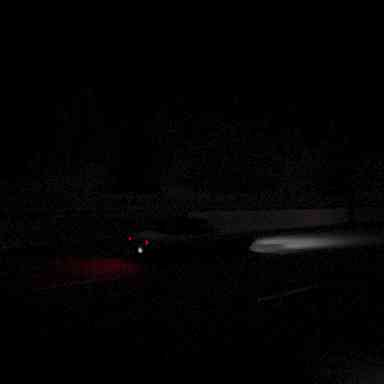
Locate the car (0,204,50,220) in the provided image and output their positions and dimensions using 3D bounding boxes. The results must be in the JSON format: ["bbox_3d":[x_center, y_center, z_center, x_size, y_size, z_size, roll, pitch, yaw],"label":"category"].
[{"bbox_3d":[-14.594,1.655,27.880,4.718,1.301,1.895,0,0,-35],"label":"car"}]

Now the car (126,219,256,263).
[{"bbox_3d":[0.113,1.656,12.301,4.718,1.301,1.895,0,0,-34],"label":"car"}]
